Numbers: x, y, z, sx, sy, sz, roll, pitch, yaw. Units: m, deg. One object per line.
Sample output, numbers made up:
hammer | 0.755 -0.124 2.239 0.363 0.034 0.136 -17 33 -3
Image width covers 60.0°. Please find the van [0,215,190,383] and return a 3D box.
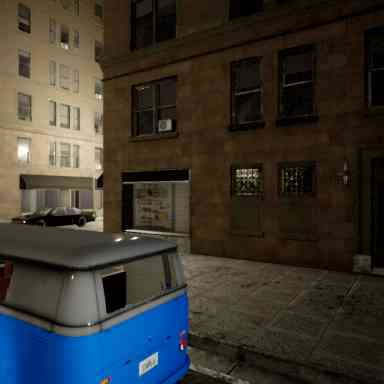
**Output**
van | -1.948 1.341 4.074 3.998 1.788 1.690 0 0 33

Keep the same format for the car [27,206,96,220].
car | -8.771 1.626 21.486 2.033 1.411 5.357 0 0 33
